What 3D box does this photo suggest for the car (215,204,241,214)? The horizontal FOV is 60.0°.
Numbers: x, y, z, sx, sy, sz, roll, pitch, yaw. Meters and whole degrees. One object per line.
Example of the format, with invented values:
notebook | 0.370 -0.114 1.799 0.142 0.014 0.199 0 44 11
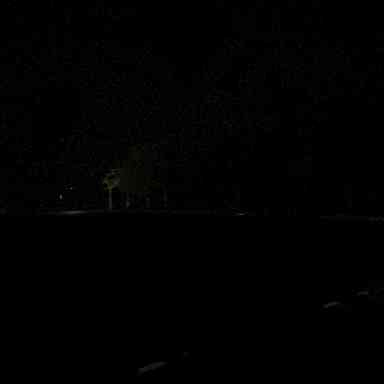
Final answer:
car | 5.295 2.476 49.023 1.994 1.385 4.181 -1 -2 -36
